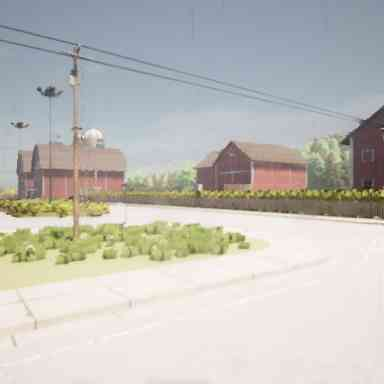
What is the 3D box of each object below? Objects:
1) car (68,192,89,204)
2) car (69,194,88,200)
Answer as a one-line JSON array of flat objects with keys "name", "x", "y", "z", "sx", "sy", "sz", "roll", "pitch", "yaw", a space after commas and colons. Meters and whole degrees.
[{"name": "car", "x": -21.317, "y": 1.107, "z": 62.378, "sx": 2.150, "sy": 2.045, "sz": 5.566, "roll": 0, "pitch": 0, "yaw": -36}, {"name": "car", "x": -16.812, "y": 1.471, "z": 50.106, "sx": 1.994, "sy": 1.385, "sz": 4.181, "roll": 0, "pitch": 0, "yaw": -35}]
